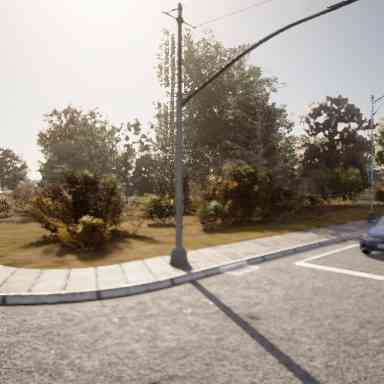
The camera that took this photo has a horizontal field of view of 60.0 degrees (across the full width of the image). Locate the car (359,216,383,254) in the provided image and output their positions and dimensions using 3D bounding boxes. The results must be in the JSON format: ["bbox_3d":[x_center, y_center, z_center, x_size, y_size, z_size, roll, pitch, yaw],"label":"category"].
[{"bbox_3d":[7.888,1.469,12.294,4.674,1.442,1.812,-1,1,-42],"label":"car"}]
